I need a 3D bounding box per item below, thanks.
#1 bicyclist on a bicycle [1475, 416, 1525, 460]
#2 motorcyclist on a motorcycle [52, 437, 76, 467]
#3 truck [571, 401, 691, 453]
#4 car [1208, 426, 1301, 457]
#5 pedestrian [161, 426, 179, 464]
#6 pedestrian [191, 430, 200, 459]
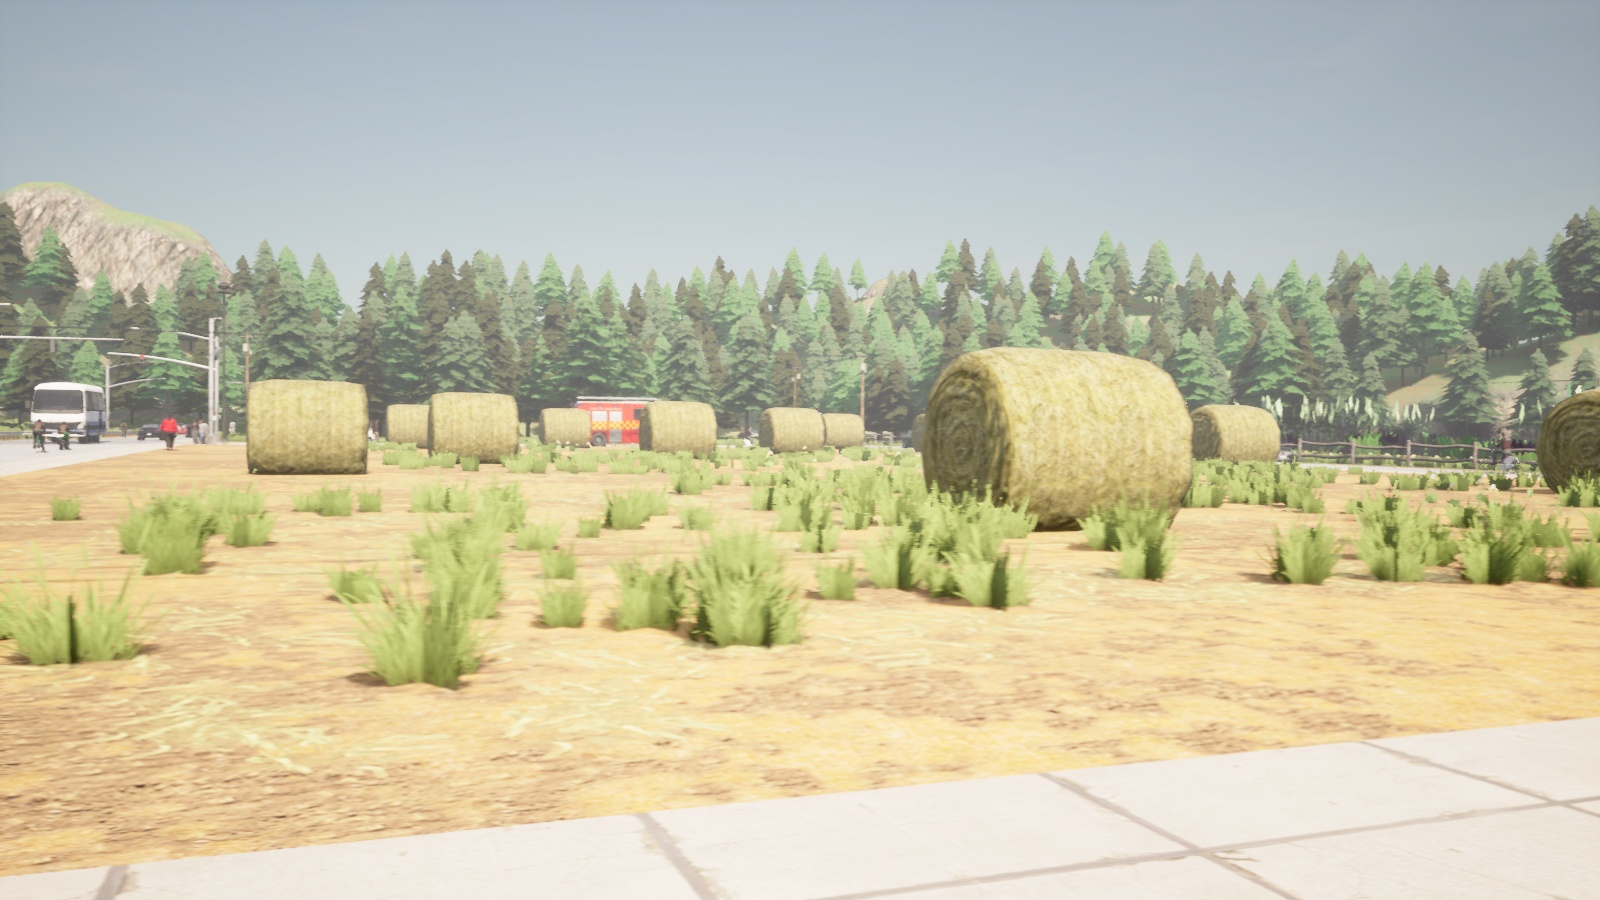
[{"bbox_3d":[29.092,-0.518,52.232,0.659,1.776,1.843,-1,1,-18],"label":"bicyclist on a bicycle"},{"bbox_3d":[-39.062,0.083,66.648,0.797,1.523,2.044,-1,1,-22],"label":"motorcyclist on a motorcycle"},{"bbox_3d":[-12.764,-1.766,94.834,8.468,3.827,2.891,-1,1,-21],"label":"truck"},{"bbox_3d":[22.321,-0.447,61.852,1.812,1.442,4.674,-1,1,-18],"label":"car"},{"bbox_3d":[-30.612,-0.250,61.035,0.634,1.844,0.899,-1,1,-21],"label":"pedestrian"},{"bbox_3d":[-40.731,-0.351,84.589,0.402,1.930,0.666,-1,1,-13],"label":"pedestrian"}]
